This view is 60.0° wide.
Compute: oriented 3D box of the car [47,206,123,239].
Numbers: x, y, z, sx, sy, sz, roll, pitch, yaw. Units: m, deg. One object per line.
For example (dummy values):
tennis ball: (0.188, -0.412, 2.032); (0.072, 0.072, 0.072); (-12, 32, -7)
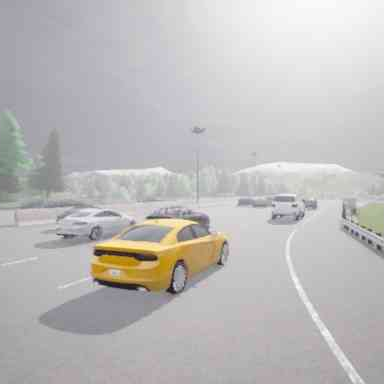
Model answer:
car: (-4.658, 1.534, 16.767); (1.812, 1.442, 4.674); (0, 0, 25)

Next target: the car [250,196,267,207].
car: (10.716, 1.606, 50.434); (1.994, 1.385, 4.181); (0, 0, 25)

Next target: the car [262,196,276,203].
car: (16.782, 1.576, 72.244); (1.837, 1.490, 4.892); (0, 0, 25)

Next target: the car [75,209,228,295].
car: (-0.526, 1.469, 8.952); (1.882, 1.535, 5.008); (0, 0, 24)

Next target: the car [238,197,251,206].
car: (9.186, 1.533, 55.494); (1.882, 1.535, 5.008); (0, 0, 25)

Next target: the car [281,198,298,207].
car: (15.282, 1.598, 51.993); (1.994, 1.385, 4.181); (0, 0, 25)

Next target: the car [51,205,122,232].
car: (-6.541, 1.584, 21.074); (1.994, 1.385, 4.181); (0, 0, 25)

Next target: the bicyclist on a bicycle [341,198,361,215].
bicyclist on a bicycle: (15.925, 1.459, 33.362); (0.582, 1.620, 1.656); (3, -1, -44)

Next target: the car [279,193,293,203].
car: (20.189, 1.290, 71.257); (2.150, 2.045, 5.566); (0, 0, 25)

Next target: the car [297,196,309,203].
car: (23.093, 1.578, 69.167); (1.812, 1.442, 4.674); (0, 0, 25)

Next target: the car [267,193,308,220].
car: (8.138, 1.219, 27.960); (2.150, 2.045, 5.566); (0, 0, 24)

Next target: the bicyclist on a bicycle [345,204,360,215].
bicyclist on a bicycle: (15.512, 1.460, 32.459); (1.656, 1.620, 0.582); (1, 1, 18)

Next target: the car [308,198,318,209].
car: (16.031, 1.510, 45.234); (2.128, 1.511, 4.902); (0, 0, 25)

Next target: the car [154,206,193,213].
car: (-0.630, 1.489, 17.165); (2.128, 1.511, 4.902); (0, 0, 25)
